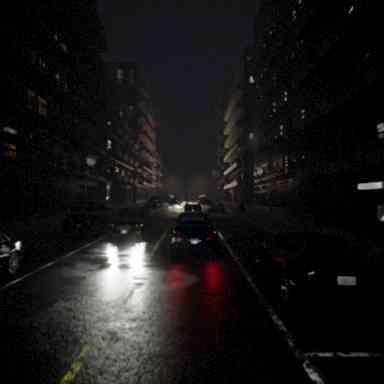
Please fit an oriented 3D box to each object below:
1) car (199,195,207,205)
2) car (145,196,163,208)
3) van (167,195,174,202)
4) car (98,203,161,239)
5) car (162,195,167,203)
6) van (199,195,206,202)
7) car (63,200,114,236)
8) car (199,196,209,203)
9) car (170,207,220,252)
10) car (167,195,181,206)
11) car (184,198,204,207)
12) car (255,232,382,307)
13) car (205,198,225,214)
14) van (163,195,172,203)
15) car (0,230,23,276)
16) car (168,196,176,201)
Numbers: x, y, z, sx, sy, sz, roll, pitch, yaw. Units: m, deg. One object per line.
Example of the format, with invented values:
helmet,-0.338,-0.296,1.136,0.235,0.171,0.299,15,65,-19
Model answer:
car,2.704,1.768,59.050,1.947,1.339,4.313,1,0,0
car,-5.676,1.727,47.622,1.947,1.339,4.313,1,0,0
van,-5.678,1.648,87.415,1.690,1.788,3.998,1,0,0
car,-3.100,1.550,17.603,2.128,1.511,4.902,0,0,0
car,-5.671,1.497,53.307,2.192,1.841,5.009,1,0,0
van,2.708,1.648,87.475,1.690,1.788,3.998,1,0,0
car,-5.670,1.379,19.199,2.192,1.841,5.009,1,0,0
car,2.707,1.705,76.104,1.967,1.590,4.097,1,0,0
car,0.094,1.572,14.066,1.812,1.442,4.674,0,0,0
car,-3.043,1.707,59.442,1.837,1.490,4.892,0,0,1
car,0.100,1.730,38.328,1.895,1.301,4.718,0,0,0
car,2.704,1.593,7.889,1.947,1.339,4.313,1,0,0
car,2.705,1.648,36.482,1.752,1.417,4.829,1,0,0
van,-5.671,1.605,76.044,1.690,1.788,3.998,1,0,0
car,-5.675,1.577,7.829,2.008,1.369,4.403,1,0,0
car,-5.666,1.879,93.098,2.008,1.369,4.403,1,0,0
